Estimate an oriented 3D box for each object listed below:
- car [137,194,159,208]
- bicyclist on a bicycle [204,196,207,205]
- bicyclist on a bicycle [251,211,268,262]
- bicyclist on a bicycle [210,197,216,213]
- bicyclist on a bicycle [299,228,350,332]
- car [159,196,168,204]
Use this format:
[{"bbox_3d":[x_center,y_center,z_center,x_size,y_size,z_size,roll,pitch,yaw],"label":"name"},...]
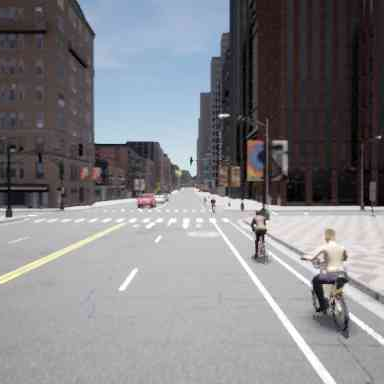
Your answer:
[{"bbox_3d":[-6.580,1.271,48.499,2.150,2.045,5.566,0,1,0],"label":"car"},{"bbox_3d":[2.263,1.522,57.220,0.582,1.620,1.656,0,0,0],"label":"bicyclist on a bicycle"},{"bbox_3d":[2.256,1.457,11.144,0.582,1.620,1.656,0,0,0],"label":"bicyclist on a bicycle"},{"bbox_3d":[2.247,1.369,35.408,0.659,1.776,1.843,-1,-1,0],"label":"bicyclist on a bicycle"},{"bbox_3d":[2.391,1.438,5.859,0.866,1.612,1.509,0,0,0],"label":"bicyclist on a bicycle"},{"bbox_3d":[-6.489,1.608,66.951,1.812,1.442,4.674,0,0,0],"label":"car"}]
